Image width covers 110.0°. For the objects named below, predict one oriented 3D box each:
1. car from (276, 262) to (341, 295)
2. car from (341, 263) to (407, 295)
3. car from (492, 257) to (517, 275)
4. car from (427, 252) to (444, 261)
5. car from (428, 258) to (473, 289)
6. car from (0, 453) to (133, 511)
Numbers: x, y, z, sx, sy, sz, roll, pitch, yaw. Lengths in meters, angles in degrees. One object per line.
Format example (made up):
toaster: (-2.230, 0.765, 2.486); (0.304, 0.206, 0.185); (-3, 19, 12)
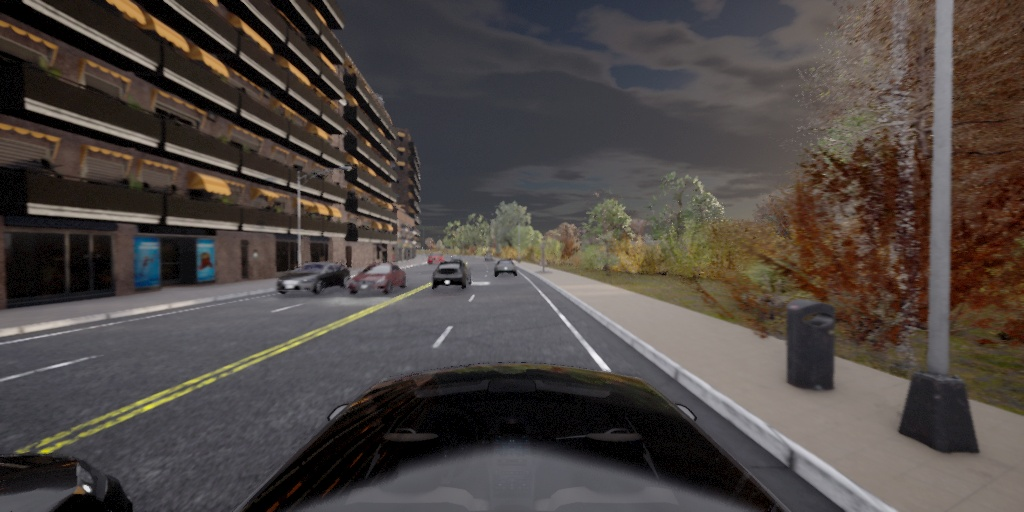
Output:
car: (-10.076, 1.091, 18.618); (2.128, 1.511, 4.902); (0, 1, -1)
car: (-6.828, 1.116, 18.746); (1.812, 1.442, 4.674); (0, 1, -1)
car: (-0.624, 0.991, 32.617); (1.994, 1.385, 4.181); (0, 1, -3)
car: (-12.524, 0.403, 59.133); (2.150, 2.045, 5.566); (0, 1, -5)
car: (-3.433, 1.064, 21.036); (1.837, 1.490, 4.892); (0, 1, -2)
car: (-3.164, 1.336, 0.276); (1.994, 1.385, 4.181); (0, 1, 0)
